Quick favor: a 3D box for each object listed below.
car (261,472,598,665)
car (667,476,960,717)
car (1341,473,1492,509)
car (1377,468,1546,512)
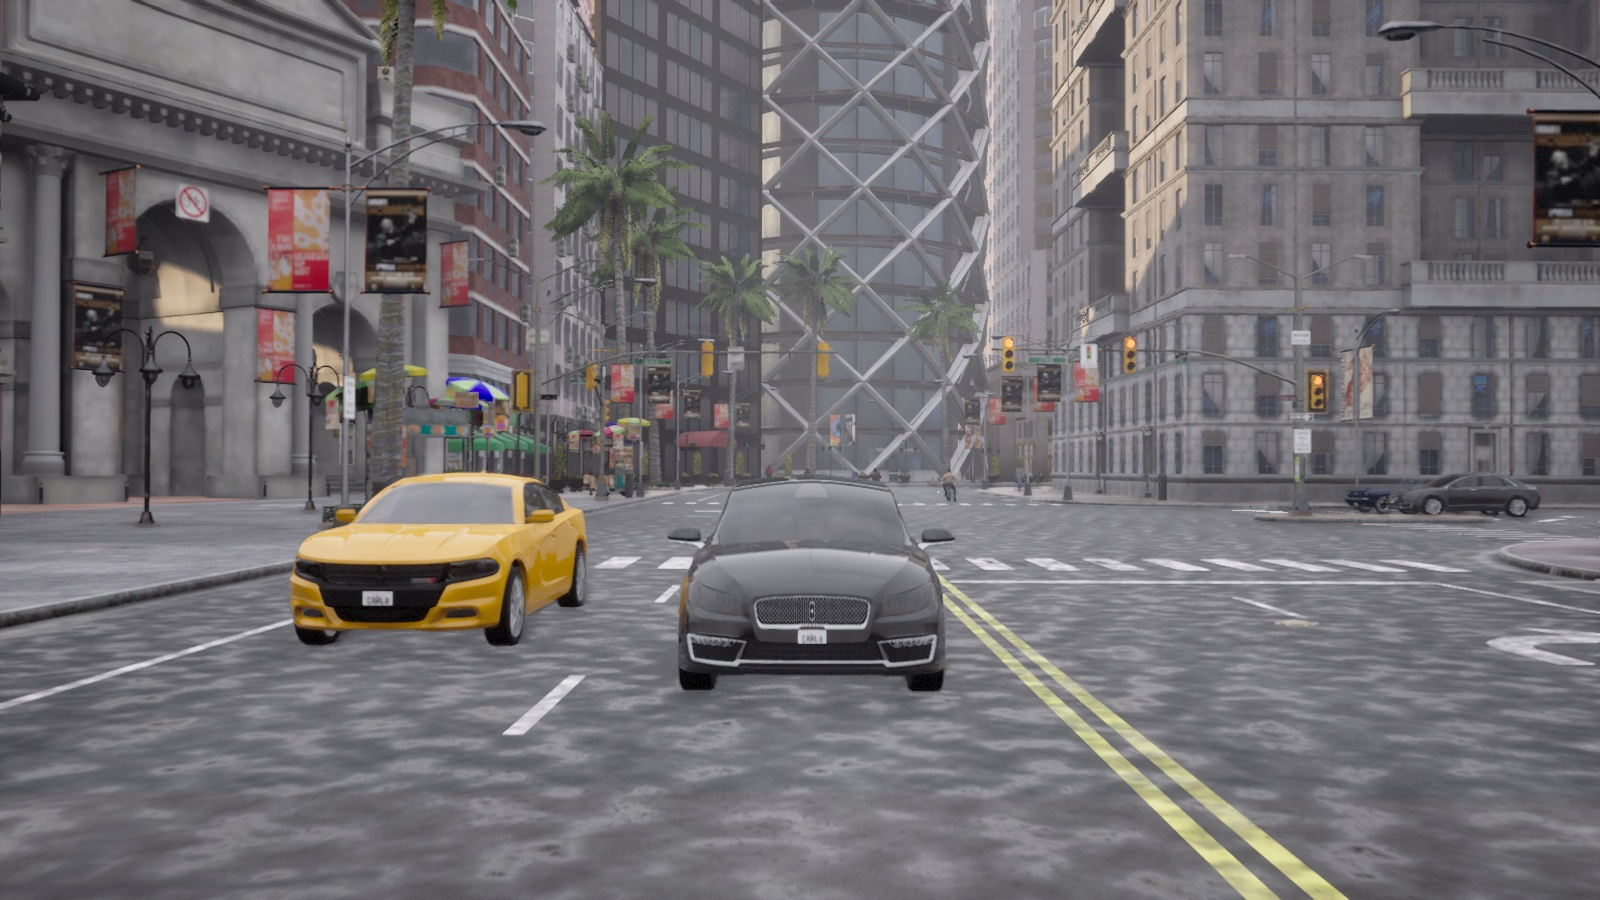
[{"bbox_3d":[-3.391,0.995,12.620,1.882,1.535,5.008,0,-1,0],"label":"car"},{"bbox_3d":[0.097,0.974,10.334,1.837,1.490,4.892,0,-1,0],"label":"car"},{"bbox_3d":[23.046,1.531,47.042,4.718,1.301,1.895,0,-1,0],"label":"car"},{"bbox_3d":[22.885,1.384,43.559,4.892,1.490,1.837,0,-1,0],"label":"car"}]
